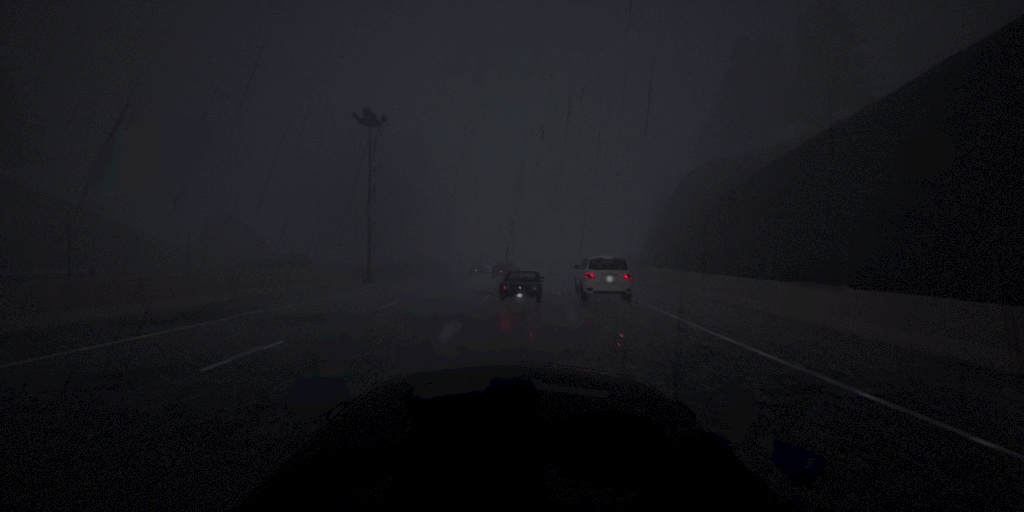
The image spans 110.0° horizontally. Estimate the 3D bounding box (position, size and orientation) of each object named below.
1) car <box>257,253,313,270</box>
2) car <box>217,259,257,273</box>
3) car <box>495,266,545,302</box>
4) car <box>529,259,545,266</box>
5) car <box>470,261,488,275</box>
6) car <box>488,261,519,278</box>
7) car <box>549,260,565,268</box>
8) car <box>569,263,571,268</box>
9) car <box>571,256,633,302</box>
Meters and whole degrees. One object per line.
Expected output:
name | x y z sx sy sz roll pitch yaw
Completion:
car | -21.718 0.460 34.921 2.097 1.767 4.553 1 0 10
car | -25.308 0.995 34.721 2.033 1.411 5.357 1 0 10
car | 0.577 1.357 17.169 1.895 1.301 4.718 1 0 6
car | 4.550 1.278 64.385 1.882 1.535 5.008 0 0 21
car | -3.122 1.237 38.231 1.812 1.442 4.674 0 0 12
car | -0.486 1.220 33.492 1.882 1.535 5.008 0 0 11
car | 8.064 1.443 64.267 1.895 1.301 4.718 1 0 22
car | 11.613 1.432 63.784 2.033 1.411 5.357 1 0 23
car | 4.335 1.021 17.583 2.150 2.045 5.566 0 0 6
